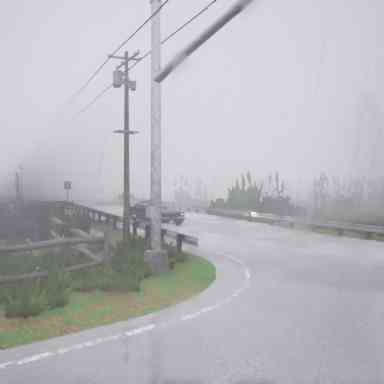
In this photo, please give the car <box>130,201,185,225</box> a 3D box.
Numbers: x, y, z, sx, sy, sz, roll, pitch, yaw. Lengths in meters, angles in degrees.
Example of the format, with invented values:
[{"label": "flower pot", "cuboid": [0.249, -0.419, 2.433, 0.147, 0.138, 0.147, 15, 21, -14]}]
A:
[{"label": "car", "cuboid": [-2.297, 1.244, 20.405, 1.895, 1.301, 4.718, 0, 3, -32]}]
